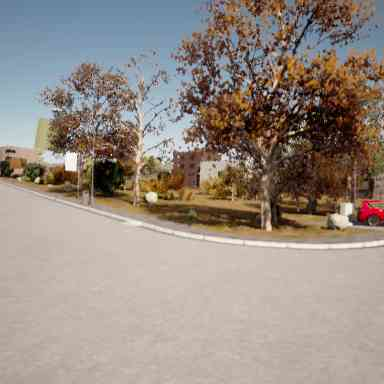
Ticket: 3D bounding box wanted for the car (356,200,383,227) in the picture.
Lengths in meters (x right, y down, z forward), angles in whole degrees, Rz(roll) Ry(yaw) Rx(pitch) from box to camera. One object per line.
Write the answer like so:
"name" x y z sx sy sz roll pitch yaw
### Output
"car" 15.629 1.665 25.355 5.566 2.045 2.435 -1 -2 32
